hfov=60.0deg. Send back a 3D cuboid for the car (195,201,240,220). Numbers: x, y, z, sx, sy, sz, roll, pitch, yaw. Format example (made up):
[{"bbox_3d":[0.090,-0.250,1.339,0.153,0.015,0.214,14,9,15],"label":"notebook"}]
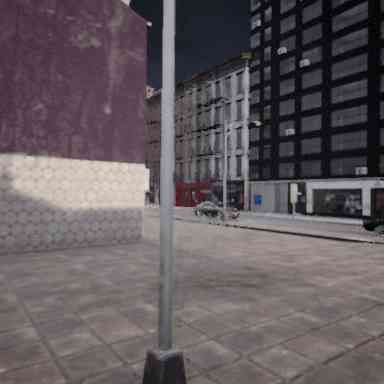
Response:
[{"bbox_3d":[2.151,1.614,29.332,1.837,1.490,4.892,1,0,-36],"label":"car"}]

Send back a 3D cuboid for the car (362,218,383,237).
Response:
[{"bbox_3d":[11.258,1.728,16.528,1.895,1.301,4.718,1,-1,-35],"label":"car"}]
